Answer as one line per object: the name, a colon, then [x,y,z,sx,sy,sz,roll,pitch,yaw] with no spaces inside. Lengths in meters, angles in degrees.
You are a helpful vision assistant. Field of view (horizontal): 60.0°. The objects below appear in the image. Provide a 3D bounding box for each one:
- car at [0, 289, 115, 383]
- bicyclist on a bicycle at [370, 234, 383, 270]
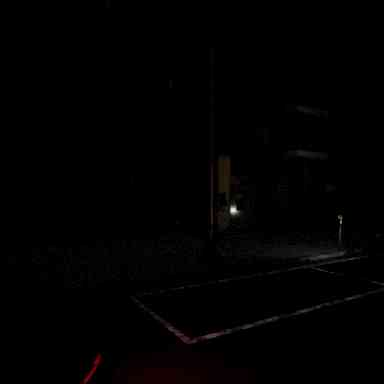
car: [-3.092,1.476,2.252,5.008,1.535,1.882,0,0,-23]
bicyclist on a bicycle: [5.758,1.455,9.261,0.582,1.620,1.656,0,0,-31]
